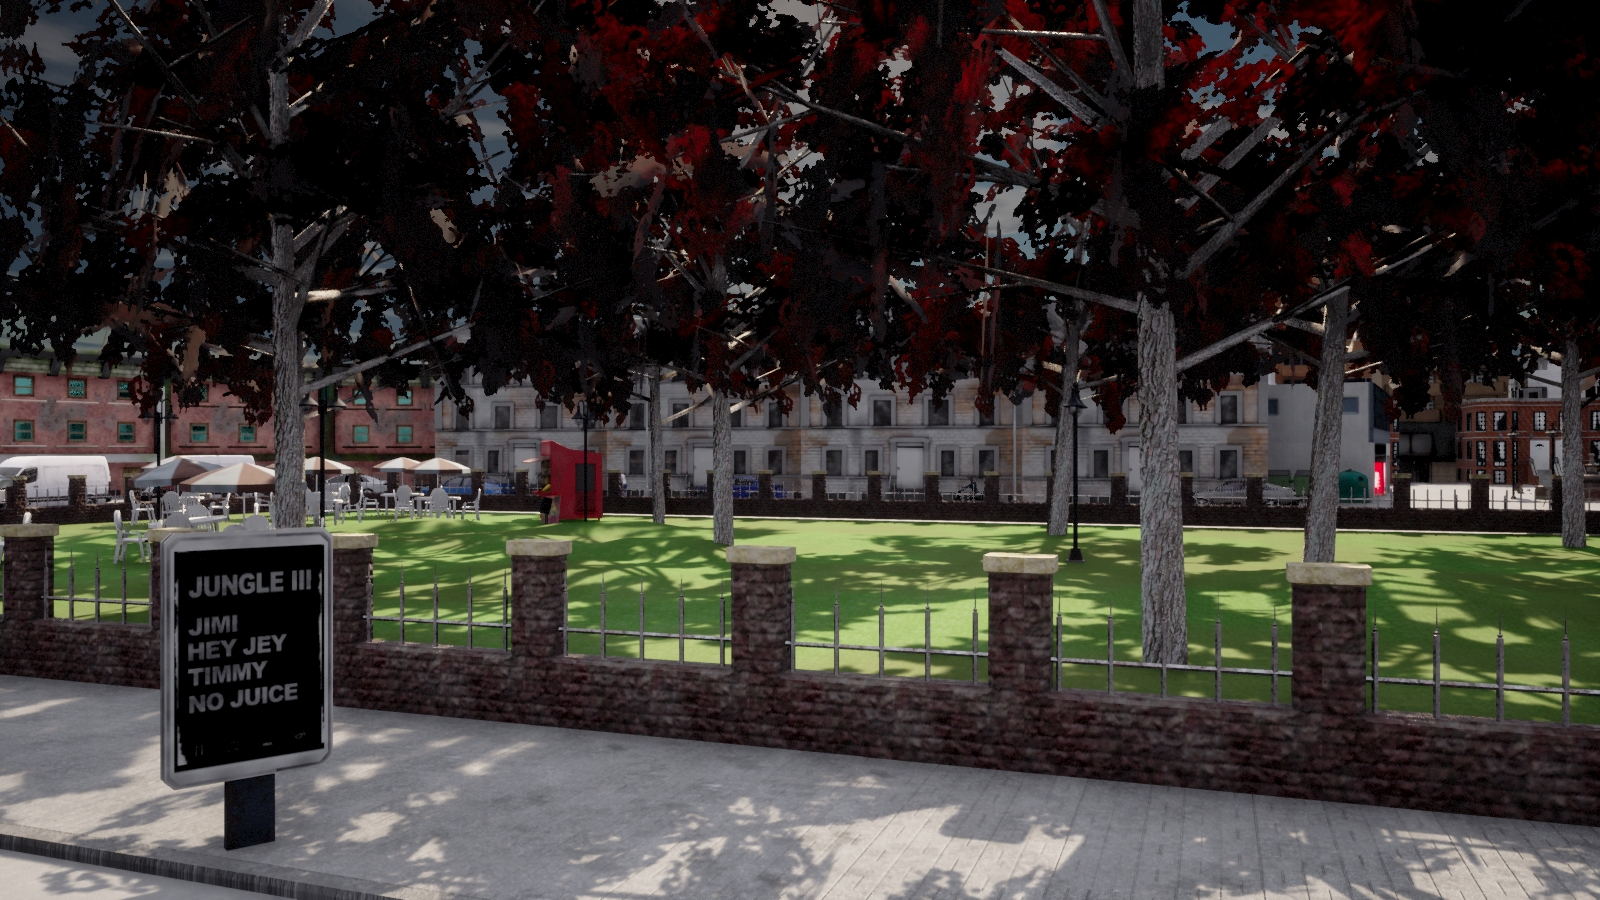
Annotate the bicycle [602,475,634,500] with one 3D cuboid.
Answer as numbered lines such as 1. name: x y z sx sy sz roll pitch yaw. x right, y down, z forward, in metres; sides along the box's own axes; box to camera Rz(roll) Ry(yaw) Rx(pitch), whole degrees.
1. bicycle: -9.502 1.948 59.688 1.643 1.296 0.373 0 0 20

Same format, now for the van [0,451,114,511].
1. van: -34.456 1.334 51.696 1.988 2.561 5.915 0 0 21

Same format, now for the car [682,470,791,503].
1. car: -3.188 1.824 57.408 5.006 1.535 2.097 0 0 20

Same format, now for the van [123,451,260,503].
1. van: -31.314 1.336 58.944 1.988 2.561 5.915 0 0 41

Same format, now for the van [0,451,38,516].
1. van: -32.959 1.333 44.038 1.988 2.561 5.915 0 0 20

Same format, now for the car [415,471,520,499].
1. car: -18.262 1.902 62.828 5.357 1.411 2.033 0 0 19

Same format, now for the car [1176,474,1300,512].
1. car: 18.888 1.827 49.400 4.902 1.511 2.128 0 0 20
